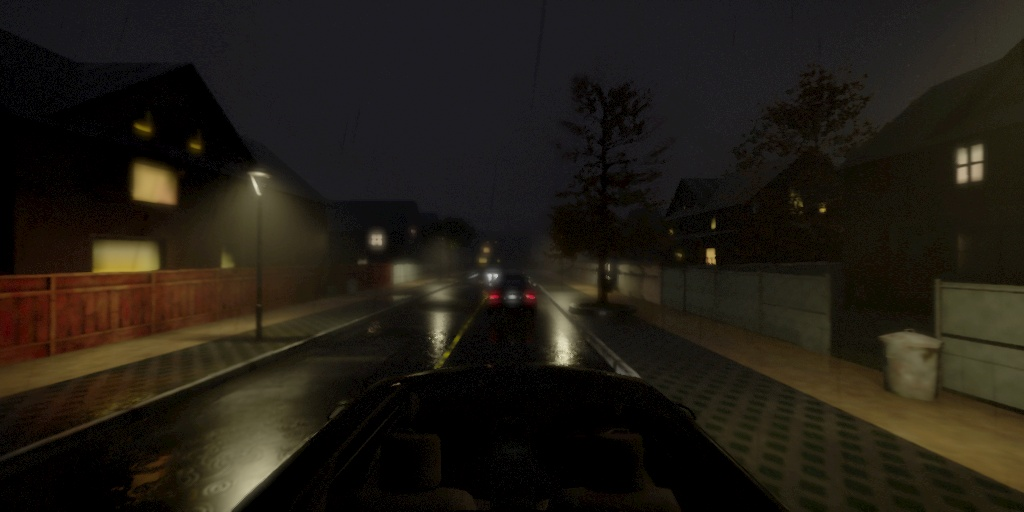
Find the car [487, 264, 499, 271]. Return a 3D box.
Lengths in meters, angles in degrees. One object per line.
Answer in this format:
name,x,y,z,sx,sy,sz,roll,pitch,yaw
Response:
car,-2.727,1.904,54.493,2.128,1.511,4.902,0,-1,0

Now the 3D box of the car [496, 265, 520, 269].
car,0.029,1.614,29.350,2.033,1.411,5.357,0,-1,0

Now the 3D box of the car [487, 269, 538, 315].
car,0.018,1.434,14.334,2.033,1.411,5.357,0,-1,0
